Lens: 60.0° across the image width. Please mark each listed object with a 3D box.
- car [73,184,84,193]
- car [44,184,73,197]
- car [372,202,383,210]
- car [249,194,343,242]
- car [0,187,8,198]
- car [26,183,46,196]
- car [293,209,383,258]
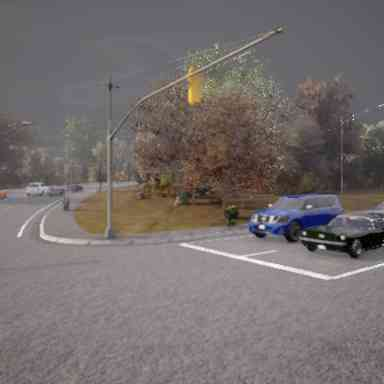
[{"bbox_3d":[-21.001,-0.724,60.034,2.128,1.511,4.902,0,4,-1],"label":"car"},{"bbox_3d":[-19.917,-0.057,49.836,2.128,1.511,4.902,0,4,-7],"label":"car"},{"bbox_3d":[13.690,1.255,22.329,5.357,1.411,2.033,-2,1,-35],"label":"car"},{"bbox_3d":[5.281,1.158,16.367,5.566,2.045,2.150,-1,1,-37],"label":"car"},{"bbox_3d":[-26.310,0.105,44.115,2.097,1.767,4.553,0,4,-10],"label":"car"},{"bbox_3d":[-23.636,-0.449,51.359,2.150,2.045,5.566,0,4,-7],"label":"car"},{"bbox_3d":[6.232,1.555,12.721,4.718,1.301,1.895,-1,0,-36],"label":"car"}]
